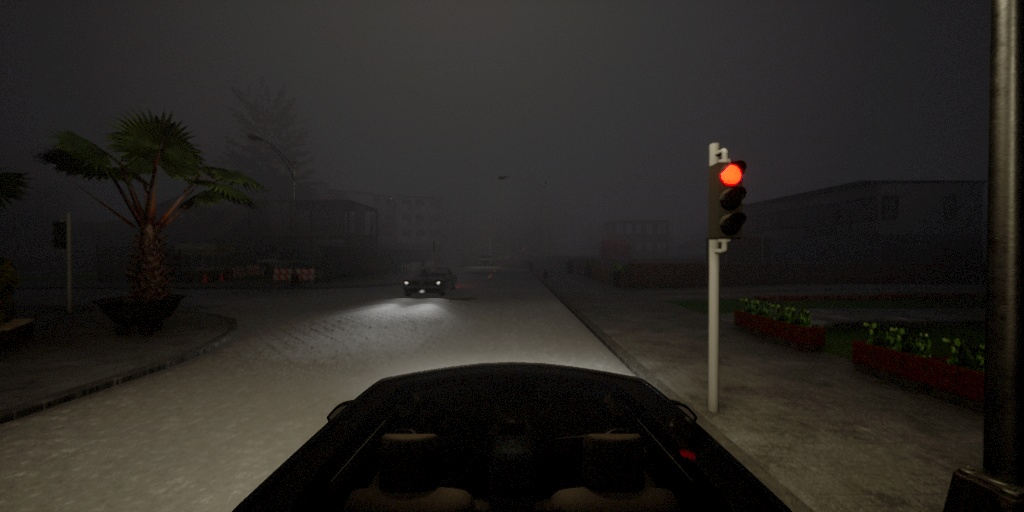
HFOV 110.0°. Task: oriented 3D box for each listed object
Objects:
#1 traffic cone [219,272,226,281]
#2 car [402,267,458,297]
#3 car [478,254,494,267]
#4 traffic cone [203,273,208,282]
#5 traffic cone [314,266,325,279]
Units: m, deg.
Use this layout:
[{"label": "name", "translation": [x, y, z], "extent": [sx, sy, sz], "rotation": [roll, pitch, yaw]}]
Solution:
[{"label": "traffic cone", "translation": [-19.797, 1.402, 24.465], "extent": [0.344, 0.586, 0.344], "rotation": [0, 0, 0]}, {"label": "car", "translation": [-3.999, 1.253, 18.162], "extent": [1.895, 1.301, 4.718], "rotation": [0, 1, 0]}, {"label": "car", "translation": [-3.999, 0.689, 55.722], "extent": [2.150, 2.045, 5.566], "rotation": [0, 2, 0]}, {"label": "traffic cone", "translation": [-20.317, 1.437, 23.745], "extent": [0.344, 0.586, 0.344], "rotation": [0, 0, 0]}, {"label": "traffic cone", "translation": [-15.750, 1.359, 29.348], "extent": [0.344, 0.586, 0.344], "rotation": [0, 0, 0]}]
